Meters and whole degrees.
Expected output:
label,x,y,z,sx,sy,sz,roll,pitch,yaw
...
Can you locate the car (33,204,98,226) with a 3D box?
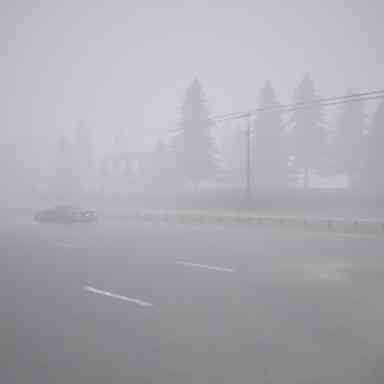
label,x,y,z,sx,sy,sz,roll,pitch,yaw
car,-8.890,1.549,23.238,5.357,1.411,2.033,0,0,36
